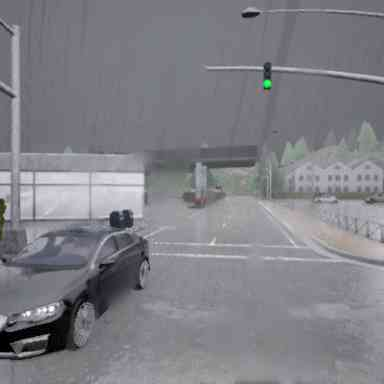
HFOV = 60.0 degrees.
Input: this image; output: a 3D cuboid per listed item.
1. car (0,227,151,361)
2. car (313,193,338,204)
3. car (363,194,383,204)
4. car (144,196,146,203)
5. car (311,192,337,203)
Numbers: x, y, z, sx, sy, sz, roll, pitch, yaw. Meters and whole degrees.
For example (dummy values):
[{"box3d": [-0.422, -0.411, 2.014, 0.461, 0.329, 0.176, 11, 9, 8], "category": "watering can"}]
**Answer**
[{"box3d": [-2.195, 1.485, 6.372, 2.128, 1.511, 4.902, 0, 0, 9], "category": "car"}, {"box3d": [22.088, 1.315, 55.258, 3.806, 1.475, 1.970, 0, 0, 9], "category": "car"}, {"box3d": [30.472, 1.052, 53.994, 4.605, 1.855, 1.932, 0, 0, 9], "category": "car"}, {"box3d": [-10.312, 1.430, 64.207, 2.242, 1.667, 4.611, 0, 0, 9], "category": "car"}, {"box3d": [23.202, 1.029, 58.449, 3.866, 1.878, 1.905, 0, 0, 9], "category": "car"}]
